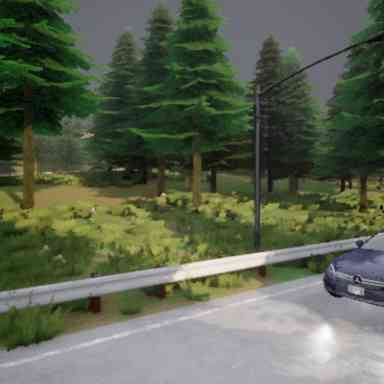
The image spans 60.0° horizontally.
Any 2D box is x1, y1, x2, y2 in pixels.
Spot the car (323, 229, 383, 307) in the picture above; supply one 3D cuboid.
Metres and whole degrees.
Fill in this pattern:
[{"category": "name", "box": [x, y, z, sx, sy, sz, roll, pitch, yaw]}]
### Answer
[{"category": "car", "box": [4.891, 1.532, 7.379, 4.674, 1.442, 1.812, 0, 0, -35]}]
